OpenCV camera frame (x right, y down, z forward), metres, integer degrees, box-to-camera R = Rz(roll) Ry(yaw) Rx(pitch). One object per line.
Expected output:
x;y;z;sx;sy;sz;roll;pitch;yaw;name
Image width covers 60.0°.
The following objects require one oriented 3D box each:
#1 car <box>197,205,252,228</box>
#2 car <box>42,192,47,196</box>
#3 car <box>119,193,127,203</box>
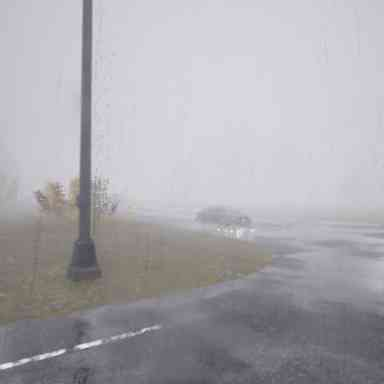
2.129;1.617;22.783;1.994;1.385;4.181;0;1;-35;car
-33.570;0.809;75.633;1.837;1.490;4.892;0;1;-28;car
-12.678;0.996;55.978;2.097;1.767;4.553;0;1;-35;car
